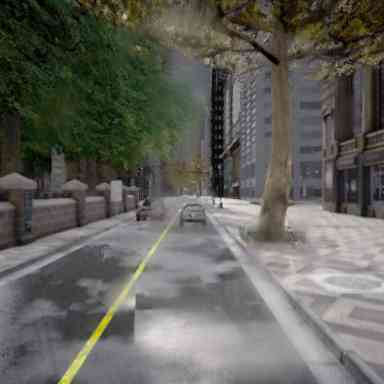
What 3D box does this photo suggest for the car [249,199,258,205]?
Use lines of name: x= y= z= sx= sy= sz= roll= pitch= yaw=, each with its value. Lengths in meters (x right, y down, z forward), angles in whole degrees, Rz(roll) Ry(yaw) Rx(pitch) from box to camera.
car: x=12.027 y=1.382 z=56.069 sx=4.829 sy=1.417 sz=1.752 roll=-1 pitch=1 yaw=0

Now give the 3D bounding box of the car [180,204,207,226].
car: x=0.095 y=1.566 z=23.671 sx=2.033 sy=1.411 sz=5.357 roll=0 pitch=0 yaw=0

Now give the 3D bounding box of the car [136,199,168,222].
car: x=-3.084 y=1.374 z=26.197 sx=2.097 sy=1.767 sz=4.553 roll=0 pitch=0 yaw=0

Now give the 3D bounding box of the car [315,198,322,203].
car: x=23.368 y=1.197 z=56.028 sx=4.829 sy=1.417 sz=1.752 roll=-1 pitch=1 yaw=0

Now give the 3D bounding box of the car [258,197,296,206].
car: x=12.346 y=1.385 z=47.543 sx=4.829 sy=1.417 sz=1.752 roll=-1 pitch=1 yaw=0
